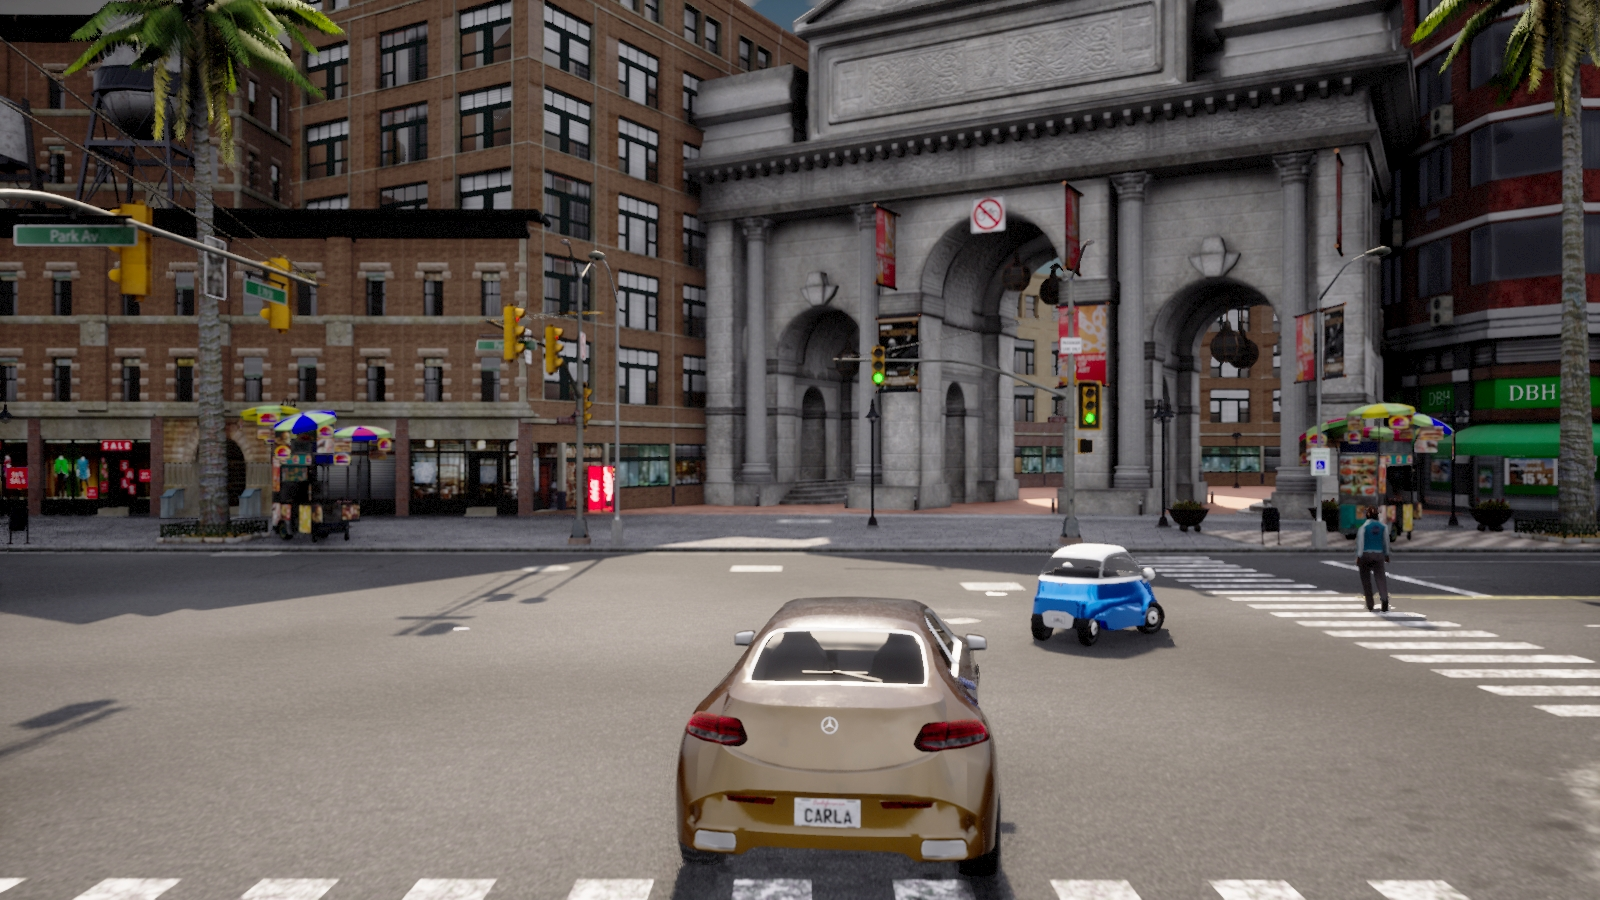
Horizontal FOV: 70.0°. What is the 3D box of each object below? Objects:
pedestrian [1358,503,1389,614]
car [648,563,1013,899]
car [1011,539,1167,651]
[{"bbox_3d":[9.844,1.850,19.604,0.375,1.860,0.375,0,0,8],"label":"pedestrian"},{"bbox_3d":[0.447,1.992,9.214,2.152,1.651,5.027,0,0,7],"label":"car"},{"bbox_3d":[4.389,2.123,17.241,1.481,1.376,2.207,0,-1,40],"label":"car"}]
